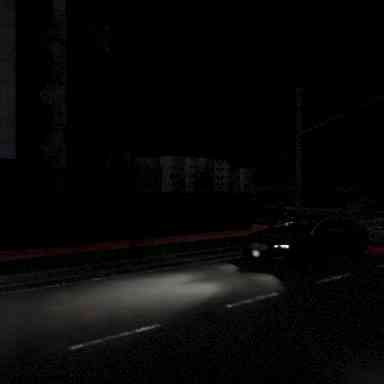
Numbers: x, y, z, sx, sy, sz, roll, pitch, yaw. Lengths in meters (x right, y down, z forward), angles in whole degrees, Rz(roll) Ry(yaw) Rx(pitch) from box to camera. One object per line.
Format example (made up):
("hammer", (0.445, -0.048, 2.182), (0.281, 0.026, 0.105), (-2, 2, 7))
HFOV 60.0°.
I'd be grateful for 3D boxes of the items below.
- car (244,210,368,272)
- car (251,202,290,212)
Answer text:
("car", (3.841, 1.491, 10.911), (4.902, 1.511, 2.128), (0, 0, -35))
("car", (5.914, 1.547, 27.035), (2.033, 1.411, 5.357), (0, 0, -38))
